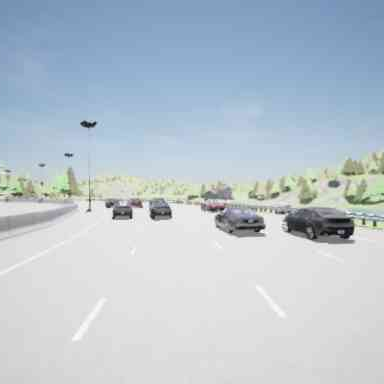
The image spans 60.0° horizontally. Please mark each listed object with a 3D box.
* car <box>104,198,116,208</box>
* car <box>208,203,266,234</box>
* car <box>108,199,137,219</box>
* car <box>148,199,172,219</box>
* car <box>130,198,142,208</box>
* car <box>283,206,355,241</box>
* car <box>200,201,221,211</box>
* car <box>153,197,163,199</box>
[{"bbox_3d":[-13.782,1.797,56.749,2.097,1.767,4.553,-1,0,-21],"label":"car"},{"bbox_3d":[2.669,1.600,19.786,2.033,1.411,5.357,-1,0,-9],"label":"car"},{"bbox_3d":[-6.785,1.732,32.508,2.128,1.511,4.902,-1,0,-12],"label":"car"},{"bbox_3d":[-3.057,1.676,31.599,2.128,1.511,4.902,-1,0,-12],"label":"car"},{"bbox_3d":[-9.749,1.737,55.868,2.097,1.767,4.553,-1,0,-20],"label":"car"},{"bbox_3d":[6.198,1.496,16.836,1.837,1.490,4.892,0,0,-7],"label":"car"},{"bbox_3d":[2.444,1.748,40.203,1.895,1.301,4.718,-1,0,-14],"label":"car"},{"bbox_3d":[-5.729,1.678,54.970,2.097,1.767,4.553,-1,0,-19],"label":"car"}]
